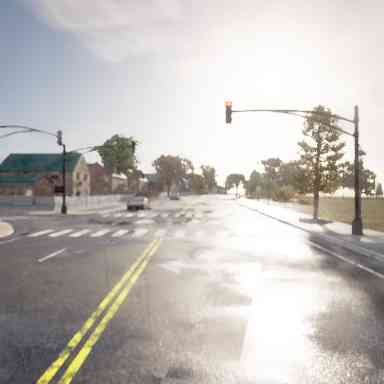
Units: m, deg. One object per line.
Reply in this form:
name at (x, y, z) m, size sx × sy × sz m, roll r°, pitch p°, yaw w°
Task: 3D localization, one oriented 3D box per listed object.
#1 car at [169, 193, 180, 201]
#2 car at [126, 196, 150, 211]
car at (-3.674, 1.048, 70.882) m, size 1.882 × 1.535 × 5.008 m, roll 0°, pitch 0°, yaw 5°
car at (-5.747, 1.274, 35.991) m, size 1.882 × 1.535 × 5.008 m, roll 0°, pitch 2°, yaw 2°
